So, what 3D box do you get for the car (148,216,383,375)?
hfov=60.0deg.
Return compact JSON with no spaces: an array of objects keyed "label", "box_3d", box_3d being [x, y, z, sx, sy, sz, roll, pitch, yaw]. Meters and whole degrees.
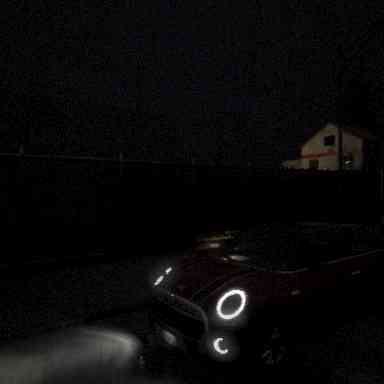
[{"label":"car","box_3d":[1.539,1.327,5.686,4.553,1.767,2.097,0,0,-35]}]
